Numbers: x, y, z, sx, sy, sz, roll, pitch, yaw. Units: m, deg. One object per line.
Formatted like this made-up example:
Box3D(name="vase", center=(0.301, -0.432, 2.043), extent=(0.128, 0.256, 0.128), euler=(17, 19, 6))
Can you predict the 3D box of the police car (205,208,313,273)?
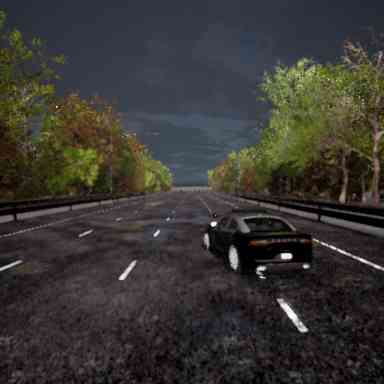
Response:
Box3D(name="police car", center=(1.733, 1.311, 10.427), extent=(1.930, 1.638, 5.238), euler=(0, 0, -11))
